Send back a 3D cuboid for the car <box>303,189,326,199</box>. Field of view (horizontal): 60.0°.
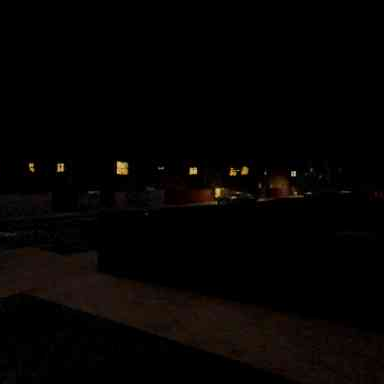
[{"bbox_3d":[16.728,0.389,45.395,1.837,1.490,4.892,2,2,40],"label":"car"}]

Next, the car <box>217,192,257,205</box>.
[{"bbox_3d":[4.209,0.744,30.653,2.128,1.511,4.902,2,3,40],"label":"car"}]
